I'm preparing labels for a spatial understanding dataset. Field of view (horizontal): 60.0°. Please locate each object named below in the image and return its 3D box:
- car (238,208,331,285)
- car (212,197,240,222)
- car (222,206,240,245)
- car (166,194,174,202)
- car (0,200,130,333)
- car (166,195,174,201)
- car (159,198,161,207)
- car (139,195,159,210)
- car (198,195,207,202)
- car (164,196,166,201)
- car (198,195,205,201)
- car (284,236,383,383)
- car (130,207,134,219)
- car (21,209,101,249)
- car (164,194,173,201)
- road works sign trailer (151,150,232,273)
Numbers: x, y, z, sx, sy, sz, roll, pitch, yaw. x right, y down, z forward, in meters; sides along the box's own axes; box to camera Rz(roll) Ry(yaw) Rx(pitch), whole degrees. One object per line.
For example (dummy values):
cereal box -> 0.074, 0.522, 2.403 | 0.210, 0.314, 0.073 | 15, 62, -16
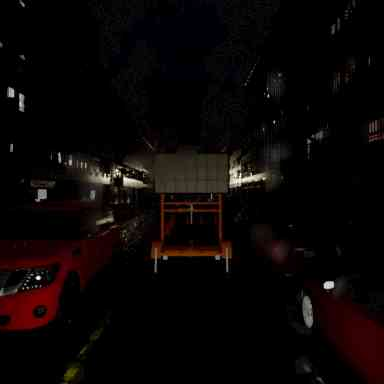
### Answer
car -> 2.676, 1.442, 9.524 | 1.967, 1.590, 4.097 | 0, 0, 0
car -> 2.646, 1.317, 26.433 | 2.192, 1.841, 5.009 | 0, 0, 0
car -> 2.666, 1.553, 15.160 | 2.008, 1.369, 4.403 | 0, 0, 0
car -> -5.827, 1.306, 77.150 | 2.192, 1.841, 5.009 | 0, 0, 0
car -> -3.007, 1.225, 7.152 | 2.150, 2.045, 5.566 | 0, 0, 0
car -> -5.848, 1.532, 88.423 | 1.887, 1.381, 4.507 | 0, 0, 0
car -> -5.776, 1.314, 48.968 | 2.192, 1.841, 5.009 | 0, 0, 0
car -> -5.767, 1.440, 43.331 | 1.967, 1.590, 4.097 | 0, 0, 0
car -> 2.552, 1.517, 77.331 | 1.752, 1.417, 4.829 | 0, 0, 0
car -> -5.788, 1.579, 54.604 | 1.802, 1.307, 4.206 | 0, 0, 0
car -> 2.532, 1.532, 88.433 | 1.887, 1.381, 4.507 | 0, 0, 0
car -> 2.686, 1.546, 3.888 | 1.887, 1.381, 4.507 | 0, 0, 0
car -> -5.736, 1.527, 26.251 | 1.752, 1.417, 4.829 | 0, 0, 0
car -> -5.716, 1.568, 15.148 | 1.947, 1.339, 4.313 | 0, 0, 0
car -> -5.838, 1.429, 82.785 | 1.967, 1.590, 4.097 | 0, 0, 0
road works sign trailer -> -0.018, 0.466, 10.652 | 2.380, 3.560, 2.880 | 0, 0, 0
